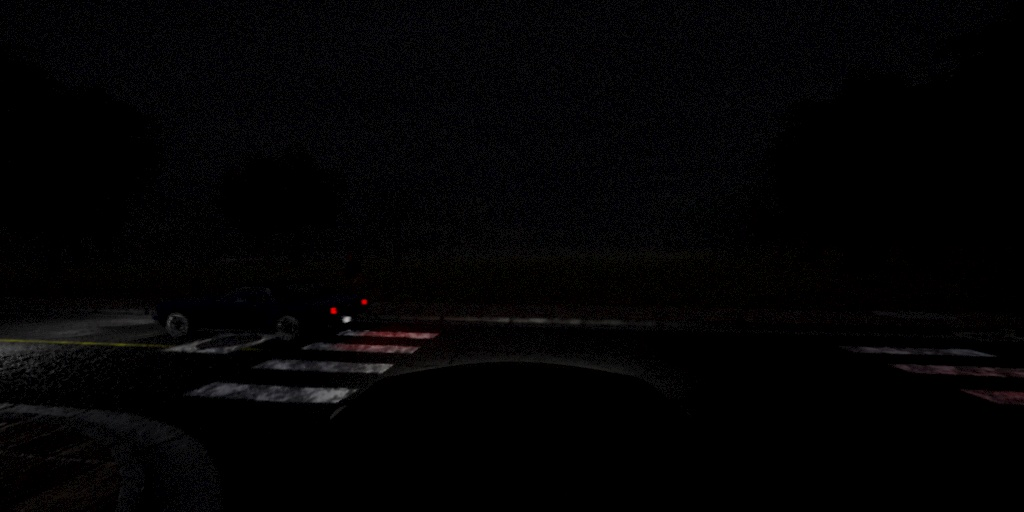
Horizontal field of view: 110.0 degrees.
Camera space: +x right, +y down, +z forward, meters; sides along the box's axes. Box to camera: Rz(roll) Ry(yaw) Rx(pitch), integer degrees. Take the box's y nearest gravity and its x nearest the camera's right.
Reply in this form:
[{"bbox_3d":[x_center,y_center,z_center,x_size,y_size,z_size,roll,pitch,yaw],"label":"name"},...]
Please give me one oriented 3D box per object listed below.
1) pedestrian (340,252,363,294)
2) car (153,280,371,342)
[{"bbox_3d":[-5.182,0.740,11.601,0.375,1.860,0.375,0,1,8],"label":"pedestrian"},{"bbox_3d":[-6.253,1.278,9.131,4.718,1.301,1.895,0,2,8],"label":"car"}]
